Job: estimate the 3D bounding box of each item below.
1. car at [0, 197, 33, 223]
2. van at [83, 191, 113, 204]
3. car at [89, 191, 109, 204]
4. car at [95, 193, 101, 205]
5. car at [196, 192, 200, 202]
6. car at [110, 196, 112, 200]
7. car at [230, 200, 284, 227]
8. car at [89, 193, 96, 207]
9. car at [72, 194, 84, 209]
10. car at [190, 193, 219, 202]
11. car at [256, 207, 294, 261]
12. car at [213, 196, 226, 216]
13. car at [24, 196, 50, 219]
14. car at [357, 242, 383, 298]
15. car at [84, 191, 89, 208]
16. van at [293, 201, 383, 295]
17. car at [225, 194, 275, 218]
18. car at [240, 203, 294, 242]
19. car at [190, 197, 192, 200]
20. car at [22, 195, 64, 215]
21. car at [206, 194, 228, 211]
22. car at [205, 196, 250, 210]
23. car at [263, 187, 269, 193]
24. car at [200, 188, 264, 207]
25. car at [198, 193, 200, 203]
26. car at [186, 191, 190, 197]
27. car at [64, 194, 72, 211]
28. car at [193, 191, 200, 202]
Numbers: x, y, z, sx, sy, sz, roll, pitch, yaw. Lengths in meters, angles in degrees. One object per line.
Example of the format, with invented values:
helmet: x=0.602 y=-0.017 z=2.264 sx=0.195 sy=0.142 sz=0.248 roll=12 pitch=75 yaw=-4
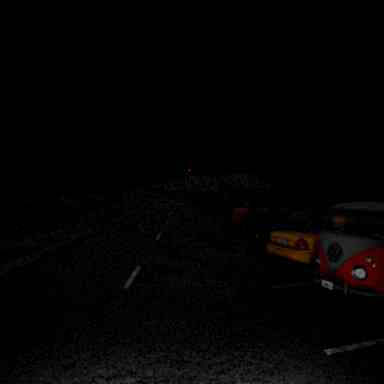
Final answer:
car: x=-13.727 y=1.347 z=22.598 sx=4.792 sy=1.488 sz=2.163 roll=-1 pitch=1 yaw=-21
van: x=-15.602 y=0.822 z=55.171 sx=4.442 sy=1.987 sz=1.878 roll=-1 pitch=0 yaw=-25
car: x=-14.781 y=1.116 z=46.351 sx=5.366 sy=1.575 sz=1.946 roll=-1 pitch=0 yaw=-24
car: x=-14.726 y=1.186 z=43.317 sx=4.674 sy=1.452 sz=2.002 roll=-1 pitch=1 yaw=-24
car: x=3.392 y=1.112 z=46.324 sx=4.674 sy=1.452 sz=2.002 roll=0 pitch=0 yaw=-24
car: x=-15.404 y=0.948 z=52.184 sx=4.553 sy=1.767 sz=2.185 roll=-1 pitch=1 yaw=-25
car: x=4.663 y=1.342 z=16.141 sx=4.892 sy=1.521 sz=2.231 roll=1 pitch=0 yaw=-21
car: x=-14.524 y=1.211 z=40.363 sx=4.674 sy=1.452 sz=2.002 roll=-1 pitch=1 yaw=-23
car: x=-14.351 y=1.219 z=34.376 sx=5.366 sy=1.575 sz=1.946 roll=-1 pitch=1 yaw=-23
car: x=2.271 y=0.975 z=61.340 sx=4.792 sy=1.488 sz=2.163 roll=0 pitch=0 yaw=-26
car: x=4.905 y=1.393 z=10.180 sx=5.366 sy=1.575 sz=1.946 roll=1 pitch=0 yaw=-20
car: x=4.473 y=1.260 z=25.206 sx=5.008 sy=1.535 sz=2.097 roll=1 pitch=0 yaw=-22
car: x=-13.764 y=1.321 z=25.592 sx=4.792 sy=1.488 sz=2.163 roll=-1 pitch=0 yaw=-22
car: x=4.781 y=1.476 z=4.097 sx=4.792 sy=1.488 sz=2.163 roll=1 pitch=0 yaw=-20
car: x=-14.318 y=1.068 z=37.416 sx=4.553 sy=1.767 sz=2.185 roll=-1 pitch=1 yaw=-23
van: x=4.642 y=1.193 z=7.050 sx=4.442 sy=1.987 sz=1.878 roll=1 pitch=1 yaw=-20
car: x=4.602 y=1.188 z=19.159 sx=4.553 sy=1.767 sz=2.185 roll=1 pitch=0 yaw=-21
car: x=4.720 y=1.367 z=13.123 sx=5.008 sy=1.535 sz=2.097 roll=1 pitch=1 yaw=-21
car: x=2.696 y=0.867 z=55.364 sx=4.553 sy=1.767 sz=2.185 roll=0 pitch=1 yaw=-25
car: x=-13.897 y=1.267 z=28.534 sx=5.008 sy=1.535 sz=2.097 roll=-1 pitch=1 yaw=-22
car: x=4.267 y=1.206 z=31.240 sx=5.008 sy=1.535 sz=2.097 roll=1 pitch=1 yaw=-23
car: x=3.965 y=1.192 z=37.280 sx=4.674 sy=1.452 sz=2.002 roll=0 pitch=0 yaw=-23
car: x=16.903 y=-0.446 z=73.521 sx=2.002 sy=1.452 sz=4.674 roll=-7 pitch=5 yaw=-30
car: x=4.103 y=0.928 z=34.241 sx=5.566 sy=2.045 sz=2.435 roll=1 pitch=1 yaw=-23
car: x=3.608 y=1.139 z=43.307 sx=4.674 sy=1.452 sz=2.002 roll=0 pitch=1 yaw=-24
car: x=2.217 y=0.962 z=58.280 sx=5.366 sy=1.575 sz=1.946 roll=0 pitch=1 yaw=-26
car: x=-14.066 y=1.118 z=31.484 sx=4.553 sy=1.767 sz=2.185 roll=-1 pitch=0 yaw=-22
car: x=3.179 y=1.047 z=49.334 sx=4.892 sy=1.521 sz=2.231 roll=0 pitch=1 yaw=-25
